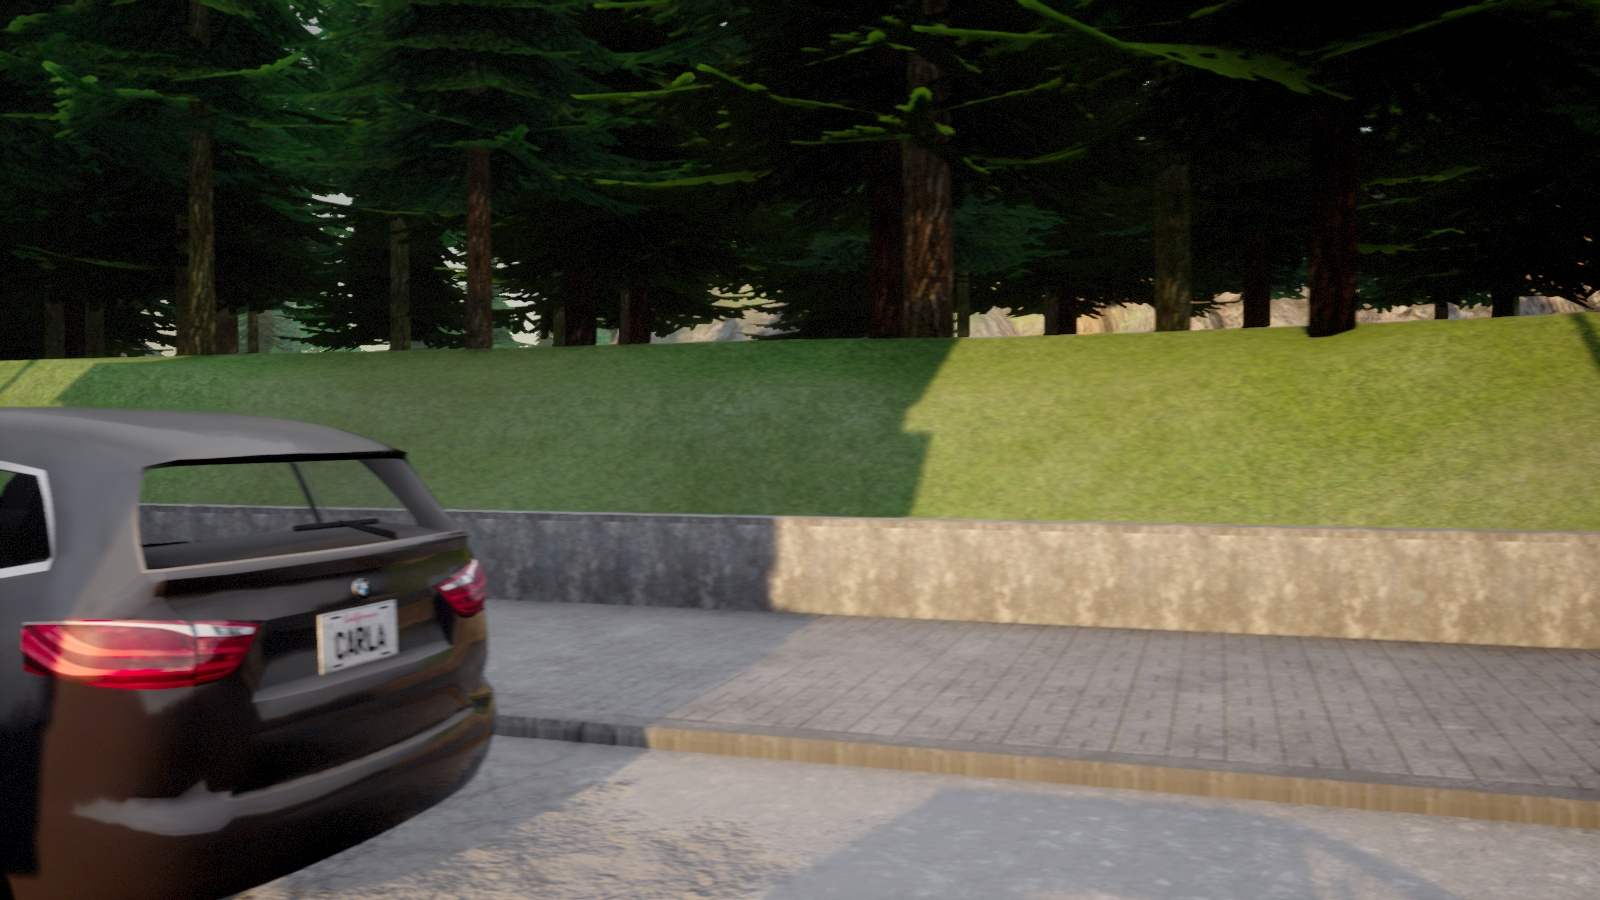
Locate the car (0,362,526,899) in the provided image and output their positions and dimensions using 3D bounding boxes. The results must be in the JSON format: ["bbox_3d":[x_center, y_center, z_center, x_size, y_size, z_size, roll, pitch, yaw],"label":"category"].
[{"bbox_3d":[-3.699,0.577,4.964,4.611,1.667,2.242,1,1,19],"label":"car"}]
